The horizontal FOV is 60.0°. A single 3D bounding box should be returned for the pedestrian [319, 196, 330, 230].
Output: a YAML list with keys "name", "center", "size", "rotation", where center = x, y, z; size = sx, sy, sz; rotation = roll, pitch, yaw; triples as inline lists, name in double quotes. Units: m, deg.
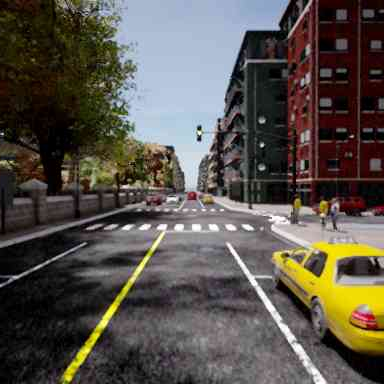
- name: "pedestrian"
  center: [7.144, 1.115, 18.225]
  size: [0.375, 1.860, 0.375]
  rotation: [0, 1, 0]

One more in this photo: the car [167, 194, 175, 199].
- name: "car"
  center: [-5.648, 1.130, 88.360]
  size: [1.802, 1.307, 4.206]
  rotation: [0, 0, 0]

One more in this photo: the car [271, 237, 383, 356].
- name: "car"
  center: [2.691, 1.489, 6.214]
  size: [1.752, 1.417, 4.829]
  rotation: [0, 0, 0]

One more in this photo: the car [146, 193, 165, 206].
- name: "car"
  center: [-5.669, 1.046, 49.612]
  size: [2.192, 1.841, 5.009]
  rotation: [0, 0, 0]

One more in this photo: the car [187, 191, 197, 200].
- name: "car"
  center: [0.039, 0.826, 74.955]
  size: [2.150, 2.045, 5.566]
  rotation: [0, 0, 0]

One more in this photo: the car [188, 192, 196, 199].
- name: "car"
  center: [0.044, 0.830, 85.316]
  size: [2.097, 1.767, 4.553]
  rotation: [0, 0, 0]

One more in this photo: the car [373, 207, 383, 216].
- name: "car"
  center: [20.322, 1.739, 33.044]
  size: [4.507, 1.381, 1.887]
  rotation: [1, 0, 0]

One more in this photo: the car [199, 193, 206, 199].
- name: "car"
  center: [2.732, 1.093, 88.356]
  size: [1.887, 1.381, 4.507]
  rotation: [0, 0, 0]

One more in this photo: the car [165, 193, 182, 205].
- name: "car"
  center: [-3.036, 1.239, 53.134]
  size: [1.812, 1.442, 4.674]
  rotation: [0, 0, 0]

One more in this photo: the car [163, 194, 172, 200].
- name: "car"
  center: [-5.654, 1.181, 77.289]
  size: [1.802, 1.307, 4.206]
  rotation: [0, 0, 0]

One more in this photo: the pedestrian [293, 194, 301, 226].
- name: "pedestrian"
  center: [6.126, 1.036, 19.425]
  size: [0.375, 1.860, 0.375]
  rotation: [0, 1, 0]

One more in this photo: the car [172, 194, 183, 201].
- name: "car"
  center: [-2.964, 1.177, 69.081]
  size: [2.033, 1.411, 5.357]
  rotation: [0, 0, 0]

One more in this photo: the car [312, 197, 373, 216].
- name: "car"
  center: [14.631, 1.407, 33.030]
  size: [5.009, 1.841, 2.192]
  rotation: [1, 0, 0]

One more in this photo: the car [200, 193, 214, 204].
- name: "car"
  center: [2.715, 1.229, 55.315]
  size: [1.752, 1.417, 4.829]
  rotation: [0, 0, 0]

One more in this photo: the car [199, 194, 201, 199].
- name: "car"
  center: [2.718, 1.223, 60.680]
  size: [1.887, 1.381, 4.507]
  rotation: [0, 0, 0]

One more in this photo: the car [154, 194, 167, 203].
- name: "car"
  center: [-5.663, 1.118, 60.683]
  size: [1.967, 1.590, 4.097]
  rotation: [0, 0, 0]

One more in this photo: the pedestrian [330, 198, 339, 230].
- name: "pedestrian"
  center: [8.109, 1.261, 18.826]
  size: [0.375, 1.860, 0.375]
  rotation: [0, 1, 0]

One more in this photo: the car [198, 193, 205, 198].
- name: "car"
  center: [2.735, 1.069, 93.891]
  size: [1.887, 1.381, 4.507]
  rotation: [0, 0, 0]

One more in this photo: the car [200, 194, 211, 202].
- name: "car"
  center: [2.721, 1.203, 66.215]
  size: [2.008, 1.369, 4.403]
  rotation: [0, 0, 0]

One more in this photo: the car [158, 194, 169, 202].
- name: "car"
  center: [-5.660, 1.196, 66.219]
  size: [1.887, 1.381, 4.507]
  rotation: [0, 0, 0]
